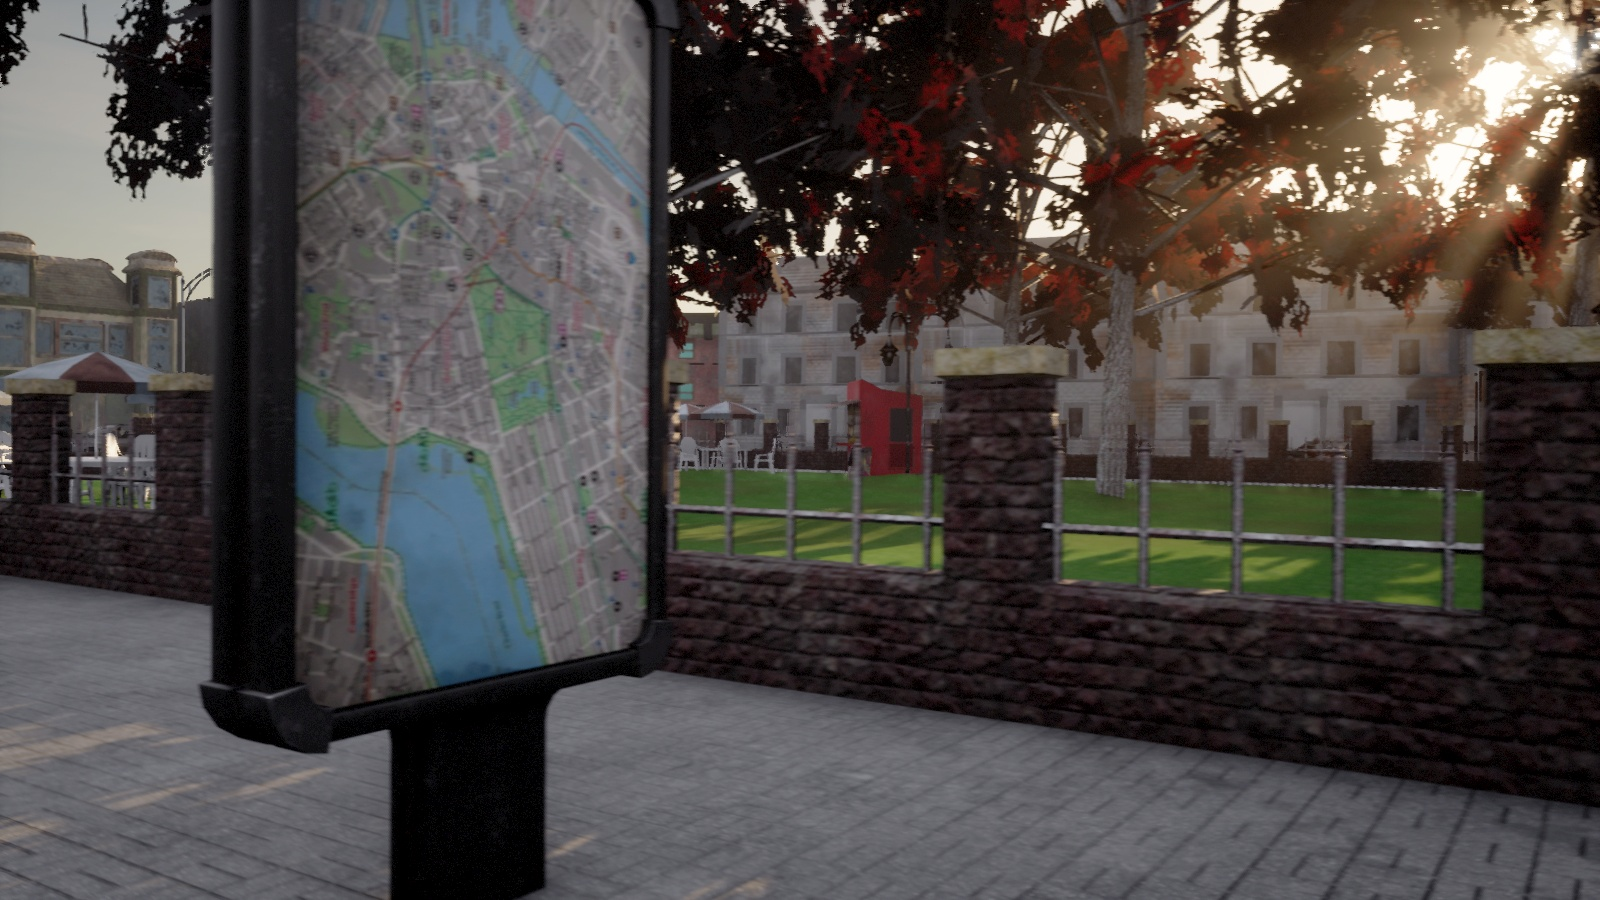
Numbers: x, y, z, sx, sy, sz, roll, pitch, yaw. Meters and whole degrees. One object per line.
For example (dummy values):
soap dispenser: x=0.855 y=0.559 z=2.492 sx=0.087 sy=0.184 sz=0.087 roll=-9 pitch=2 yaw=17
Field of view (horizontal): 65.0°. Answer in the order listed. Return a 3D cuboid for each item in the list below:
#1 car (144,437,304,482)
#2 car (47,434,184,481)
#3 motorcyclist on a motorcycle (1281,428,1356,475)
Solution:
car: x=-20.651 y=0.301 z=45.206 sx=2.163 sy=1.488 sz=4.792 roll=0 pitch=1 yaw=34
car: x=-24.978 y=0.229 z=45.922 sx=1.851 sy=1.617 sz=3.988 roll=0 pitch=1 yaw=34
motorcyclist on a motorcycle: x=17.414 y=0.033 z=42.195 sx=2.191 sy=1.530 sz=0.866 roll=0 pitch=1 yaw=34
